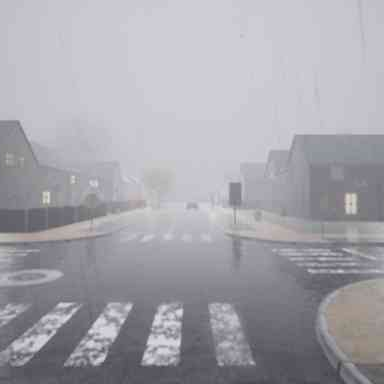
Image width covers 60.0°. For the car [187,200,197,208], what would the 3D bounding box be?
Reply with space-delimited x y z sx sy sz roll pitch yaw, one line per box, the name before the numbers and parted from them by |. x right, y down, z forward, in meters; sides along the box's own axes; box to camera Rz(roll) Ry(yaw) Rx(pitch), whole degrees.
car | 0.052 2.313 65.698 1.882 1.535 5.008 0 -1 0

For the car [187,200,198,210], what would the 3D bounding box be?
car | 0.043 2.162 55.280 2.128 1.511 4.902 0 -1 0
